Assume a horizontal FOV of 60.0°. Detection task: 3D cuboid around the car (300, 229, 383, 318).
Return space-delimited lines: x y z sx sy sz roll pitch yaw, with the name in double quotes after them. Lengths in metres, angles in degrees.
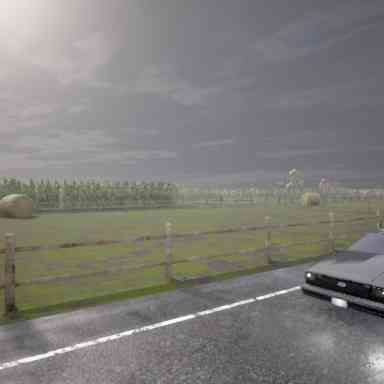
4.746 1.547 7.374 5.357 1.411 2.033 0 0 -36 "car"
